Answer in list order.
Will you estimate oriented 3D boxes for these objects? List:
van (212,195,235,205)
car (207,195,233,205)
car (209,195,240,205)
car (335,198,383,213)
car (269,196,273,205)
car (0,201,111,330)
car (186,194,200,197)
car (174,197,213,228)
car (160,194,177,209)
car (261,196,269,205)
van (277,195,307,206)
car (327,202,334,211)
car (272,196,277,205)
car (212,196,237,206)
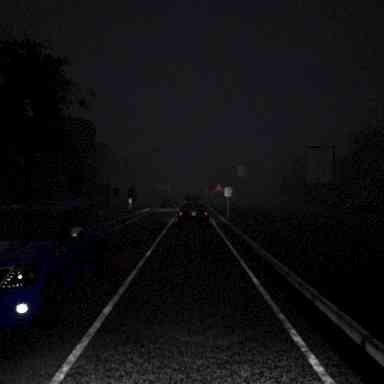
[{"bbox_3d":[6.344,1.670,67.132,4.442,1.987,1.878,0,-1,0],"label":"van"},{"bbox_3d":[6.199,1.812,73.321,5.566,2.045,2.435,0,-2,-1],"label":"car"},{"bbox_3d":[6.091,1.763,61.171,5.366,1.575,1.946,0,-1,0],"label":"car"},{"bbox_3d":[18.756,1.424,36.660,4.553,1.767,2.185,0,0,0],"label":"car"},{"bbox_3d":[18.690,1.869,66.078,5.366,1.575,1.946,0,-1,0],"label":"car"},{"bbox_3d":[-3.351,1.243,7.304,2.150,2.045,5.566,0,0,0],"label":"car"},{"bbox_3d":[0.093,1.299,40.216,2.150,2.045,5.566,0,1,0],"label":"car"},{"bbox_3d":[0.100,1.421,23.090,2.097,1.767,4.553,0,0,0],"label":"car"},{"bbox_3d":[-3.343,1.359,48.709,2.150,2.045,5.566,0,0,0],"label":"car"},{"bbox_3d":[18.430,1.768,71.798,5.566,2.045,2.435,0,-2,-1],"label":"car"},{"bbox_3d":[18.432,1.531,60.626,4.442,1.987,1.878,0,-1,0],"label":"van"},{"bbox_3d":[18.685,1.600,39.830,4.674,1.452,2.002,0,0,0],"label":"car"},{"bbox_3d":[18.711,1.810,63.418,5.366,1.575,1.946,0,-1,0],"label":"car"},{"bbox_3d":[6.283,1.698,64.092,4.553,1.767,2.185,0,-1,0],"label":"car"}]
